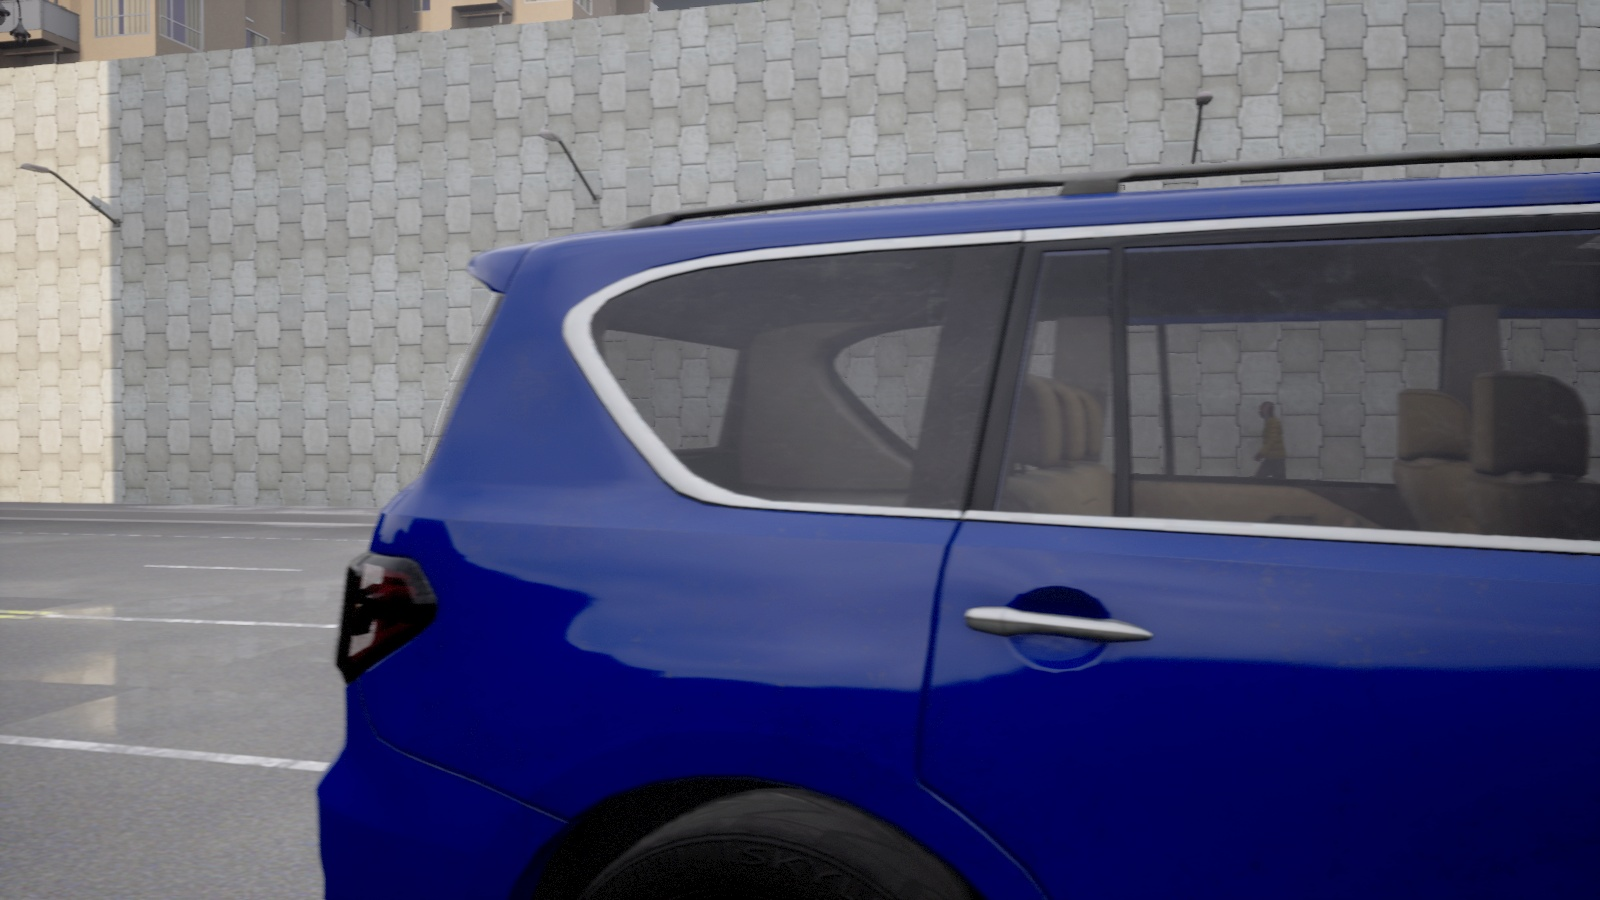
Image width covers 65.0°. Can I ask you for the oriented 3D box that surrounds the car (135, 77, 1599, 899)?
[{"bbox_3d":[1.652,0.509,2.644,5.566,2.045,2.150,1,1,19],"label":"car"}]
